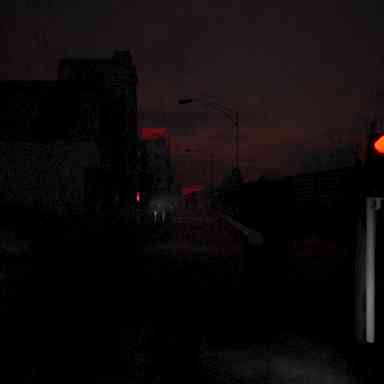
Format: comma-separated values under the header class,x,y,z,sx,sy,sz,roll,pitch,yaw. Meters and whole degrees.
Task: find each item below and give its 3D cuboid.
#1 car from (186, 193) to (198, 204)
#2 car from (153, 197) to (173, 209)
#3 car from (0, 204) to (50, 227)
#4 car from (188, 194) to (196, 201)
class,x,y,z,sx,sy,sz,roll,pitch,yaw
car,-0.053,1.221,66.327,2.150,2.045,5.566,0,0,0
car,-4.130,1.492,44.382,2.128,1.511,4.902,0,0,0
car,-11.832,1.526,21.742,4.674,1.442,1.812,0,1,-13
car,-0.064,1.310,76.718,1.882,1.535,5.008,0,0,0
